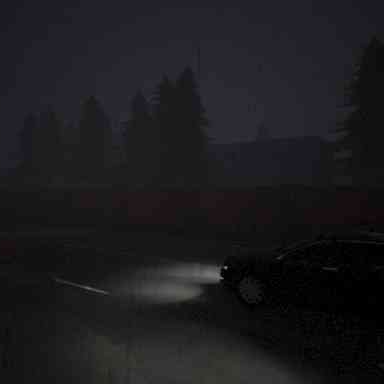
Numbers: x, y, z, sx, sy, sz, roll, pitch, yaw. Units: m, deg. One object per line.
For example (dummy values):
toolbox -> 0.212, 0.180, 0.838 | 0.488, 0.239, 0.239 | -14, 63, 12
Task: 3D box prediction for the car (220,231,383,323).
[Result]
car -> 2.856, 1.499, 6.256 | 4.892, 1.490, 1.837 | 0, 0, 35
